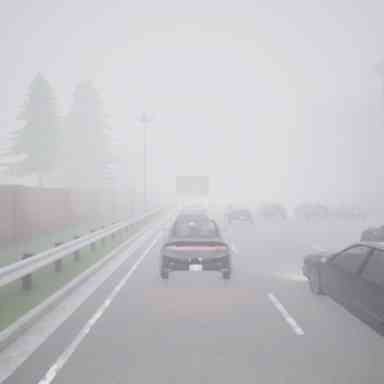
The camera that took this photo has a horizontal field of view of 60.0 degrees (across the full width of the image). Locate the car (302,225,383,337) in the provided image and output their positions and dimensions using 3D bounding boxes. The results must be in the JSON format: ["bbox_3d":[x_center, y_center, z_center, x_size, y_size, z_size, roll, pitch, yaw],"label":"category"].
[{"bbox_3d":[3.595,1.576,5.694,2.033,1.411,5.357,0,0,0],"label":"car"}]

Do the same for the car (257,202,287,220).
[{"bbox_3d":[7.069,1.655,29.894,1.837,1.490,4.892,0,0,0],"label":"car"}]

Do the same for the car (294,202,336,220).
[{"bbox_3d":[10.569,1.641,29.711,2.128,1.511,4.902,0,0,0],"label":"car"}]

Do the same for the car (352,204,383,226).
[{"bbox_3d":[7.090,1.403,10.093,2.097,1.767,4.553,0,0,0],"label":"car"}]

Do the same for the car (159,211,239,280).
[{"bbox_3d":[0.090,1.542,10.081,2.128,1.511,4.902,0,0,0],"label":"car"}]

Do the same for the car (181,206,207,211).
[{"bbox_3d":[0.131,1.577,20.494,1.882,1.535,5.008,0,0,3],"label":"car"}]

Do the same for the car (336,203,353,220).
[{"bbox_3d":[14.068,1.717,30.358,1.994,1.385,4.181,0,0,0],"label":"car"}]

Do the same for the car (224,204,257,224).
[{"bbox_3d":[3.559,1.657,26.060,1.812,1.442,4.674,0,0,0],"label":"car"}]

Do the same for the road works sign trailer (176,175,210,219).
[{"bbox_3d":[0.049,0.587,24.418,2.380,3.560,2.880,0,0,-3],"label":"road works sign trailer"}]
